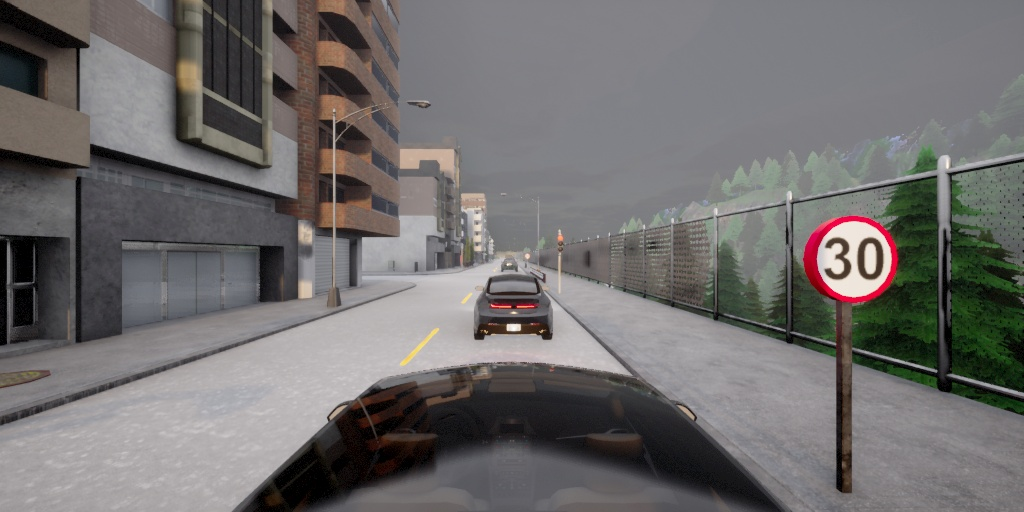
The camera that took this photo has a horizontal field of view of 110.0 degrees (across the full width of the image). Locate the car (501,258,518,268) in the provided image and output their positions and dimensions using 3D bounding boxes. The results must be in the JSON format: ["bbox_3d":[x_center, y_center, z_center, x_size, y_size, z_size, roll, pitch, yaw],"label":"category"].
[{"bbox_3d":[-0.332,1.102,46.291,2.097,1.767,4.553,0,0,-1],"label":"car"}]

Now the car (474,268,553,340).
[{"bbox_3d":[0.016,1.255,9.945,1.837,1.490,4.892,0,0,0],"label":"car"}]
